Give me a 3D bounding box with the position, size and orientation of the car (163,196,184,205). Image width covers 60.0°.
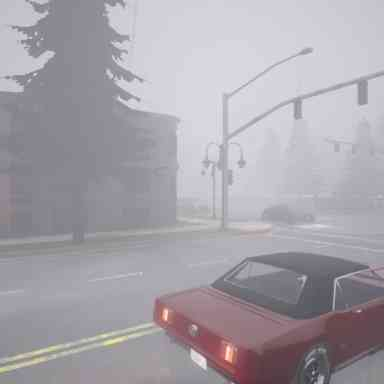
[{"bbox_3d":[-3.374,1.525,60.065,1.812,1.442,4.674,0,0,-33],"label":"car"}]

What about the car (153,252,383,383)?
[{"bbox_3d":[1.919,1.601,5.001,4.718,1.301,1.895,0,0,-34],"label":"car"}]

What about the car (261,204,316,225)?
[{"bbox_3d":[6.961,1.564,24.291,1.994,1.385,4.181,0,0,-27],"label":"car"}]

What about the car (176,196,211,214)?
[{"bbox_3d":[0.058,1.352,35.432,2.097,1.767,4.553,0,0,-33],"label":"car"}]
